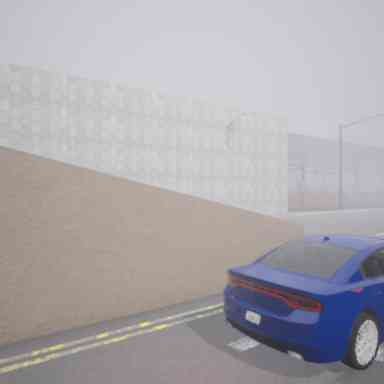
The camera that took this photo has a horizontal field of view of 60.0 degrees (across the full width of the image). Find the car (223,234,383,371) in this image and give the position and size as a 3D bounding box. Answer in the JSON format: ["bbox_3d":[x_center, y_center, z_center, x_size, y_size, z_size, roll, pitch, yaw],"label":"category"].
[{"bbox_3d":[2.804,1.470,5.746,5.008,1.535,1.882,0,0,-35],"label":"car"}]
